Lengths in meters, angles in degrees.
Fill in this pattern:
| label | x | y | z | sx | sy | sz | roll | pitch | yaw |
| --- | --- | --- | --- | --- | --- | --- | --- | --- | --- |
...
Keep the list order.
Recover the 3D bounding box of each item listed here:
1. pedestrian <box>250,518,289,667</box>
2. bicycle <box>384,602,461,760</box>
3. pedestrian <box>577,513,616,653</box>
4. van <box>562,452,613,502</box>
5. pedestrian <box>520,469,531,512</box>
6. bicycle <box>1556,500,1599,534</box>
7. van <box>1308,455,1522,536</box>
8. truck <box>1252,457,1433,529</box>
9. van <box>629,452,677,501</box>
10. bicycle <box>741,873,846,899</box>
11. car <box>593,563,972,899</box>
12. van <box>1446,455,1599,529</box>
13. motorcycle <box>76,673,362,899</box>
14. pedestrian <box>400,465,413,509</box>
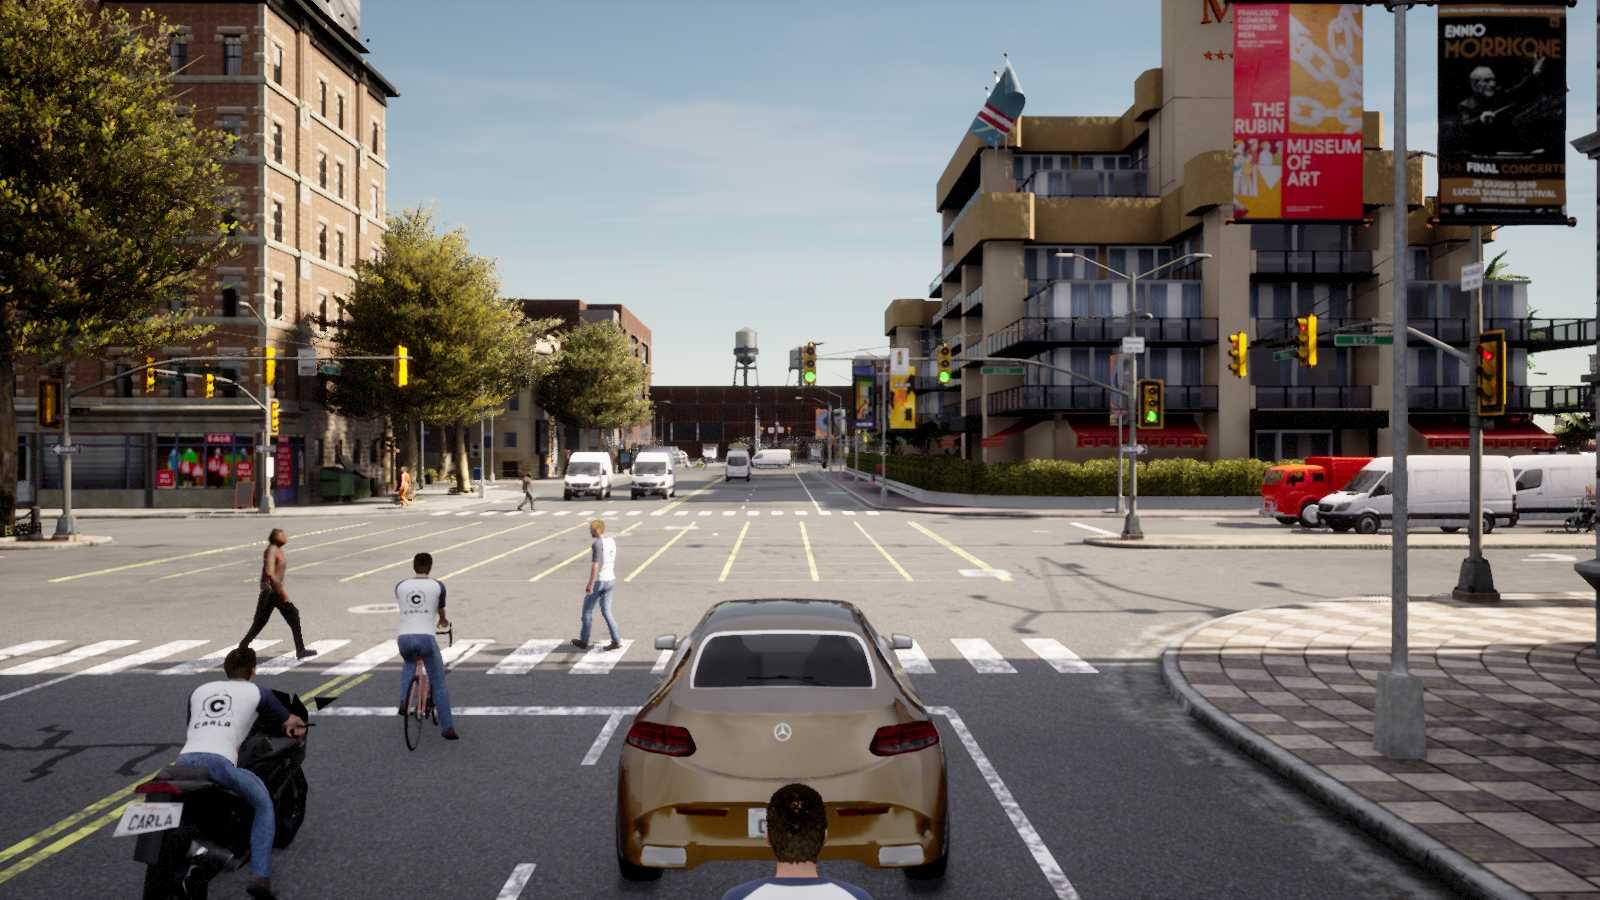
| label | x | y | z | sx | sy | sz | roll | pitch | yaw |
| --- | --- | --- | --- | --- | --- | --- | --- | --- | --- |
| pedestrian | -6.830 | 1.818 | 14.715 | 0.375 | 1.860 | 0.375 | 0 | 0 | -13 |
| bicycle | -3.635 | 2.182 | 11.079 | 0.373 | 1.196 | 1.643 | 0 | 0 | -6 |
| pedestrian | -2.797 | 1.815 | 15.728 | 0.375 | 1.860 | 0.375 | 0 | 0 | 23 |
| van | -11.534 | 1.412 | 62.380 | 1.988 | 2.561 | 5.915 | 0 | 0 | -3 |
| pedestrian | -11.955 | 1.751 | 49.801 | 0.375 | 1.860 | 0.375 | 0 | 0 | 9 |
| bicycle | 25.756 | 2.184 | 37.394 | 1.487 | 1.080 | 0.859 | 0 | 0 | -1 |
| van | 19.988 | 1.462 | 37.300 | 5.915 | 2.561 | 1.988 | 0 | 0 | -1 |
| truck | 19.262 | 1.489 | 40.798 | 5.204 | 2.467 | 2.627 | 0 | 0 | -1 |
| van | -8.075 | 1.411 | 63.231 | 1.988 | 2.561 | 5.915 | 0 | 0 | -1 |
| bicycle | -0.013 | 2.196 | 3.494 | 0.373 | 1.196 | 1.643 | 0 | 0 | -1 |
| car | -0.127 | 1.972 | 9.005 | 2.152 | 1.651 | 5.027 | 0 | 0 | -1 |
| van | 26.622 | 1.455 | 40.854 | 5.915 | 2.561 | 1.988 | 0 | 0 | 0 |
| motorcycle | -3.559 | 2.197 | 7.248 | 0.803 | 1.145 | 2.033 | 0 | 0 | -1 |
| pedestrian | -16.985 | 1.599 | 49.313 | 0.375 | 1.860 | 0.375 | 0 | 0 | 11 |
